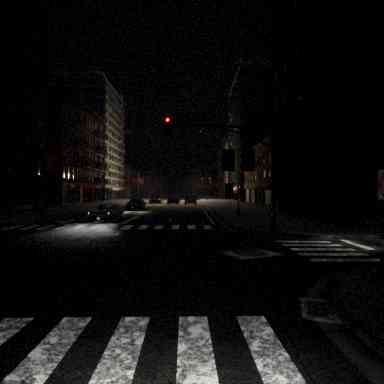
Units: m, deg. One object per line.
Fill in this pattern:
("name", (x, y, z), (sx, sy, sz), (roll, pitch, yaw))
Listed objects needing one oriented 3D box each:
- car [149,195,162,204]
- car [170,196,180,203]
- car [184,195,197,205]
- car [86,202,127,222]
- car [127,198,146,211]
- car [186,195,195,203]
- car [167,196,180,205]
("car", (-6.783, 1.342, 62.010), (2.097, 1.767, 4.553), (0, 0, 0))
("car", (-3.468, 1.590, 69.864), (1.895, 1.301, 4.718), (0, 0, 0))
("car", (-0.252, 1.344, 58.281), (2.097, 1.767, 4.553), (0, 0, 0))
("car", (-6.714, 1.601, 26.056), (1.895, 1.301, 4.718), (0, 0, 0))
("car", (-6.777, 1.502, 40.313), (1.837, 1.490, 4.892), (0, 0, 0))
("car", (-0.296, 1.467, 68.314), (1.882, 1.535, 5.008), (0, 0, 0))
("car", (-3.410, 1.469, 59.711), (1.882, 1.535, 5.008), (0, 0, 0))
